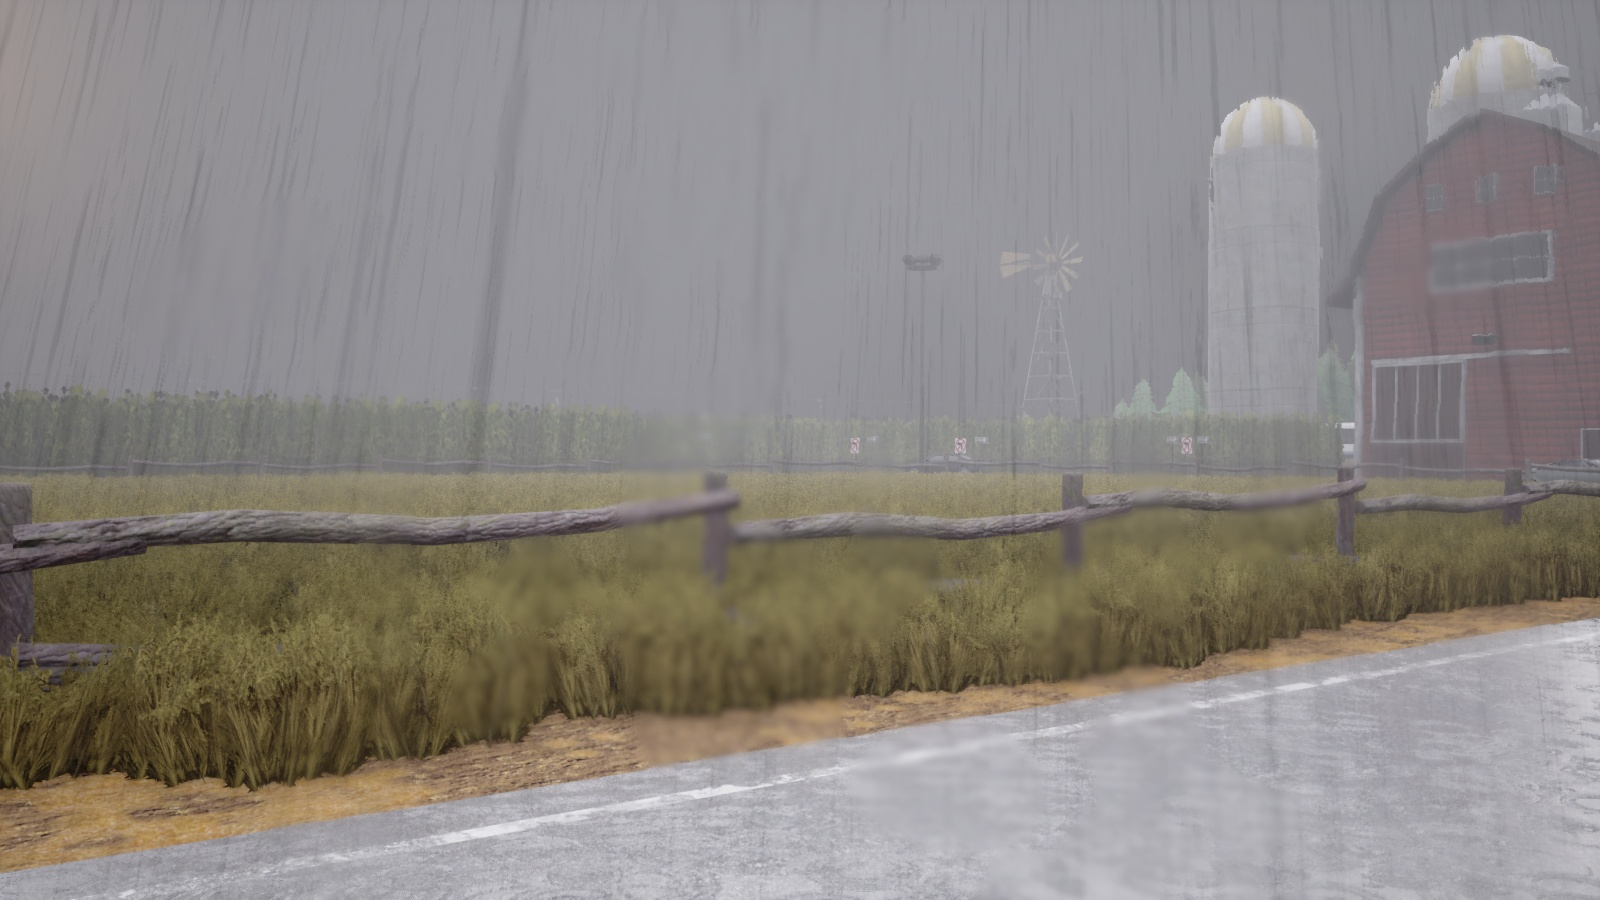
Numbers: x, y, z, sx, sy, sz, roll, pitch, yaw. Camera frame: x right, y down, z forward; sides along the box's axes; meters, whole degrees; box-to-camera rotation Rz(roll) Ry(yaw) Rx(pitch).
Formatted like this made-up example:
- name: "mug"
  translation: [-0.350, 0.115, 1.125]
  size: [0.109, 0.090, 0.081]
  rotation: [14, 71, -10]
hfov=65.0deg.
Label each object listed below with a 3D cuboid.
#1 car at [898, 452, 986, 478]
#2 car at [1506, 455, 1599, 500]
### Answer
- name: "car"
  translation: [8.569, 0.890, 75.879]
  size: [5.008, 1.535, 1.882]
  rotation: [0, 0, 19]
- name: "car"
  translation: [24.977, 0.853, 39.727]
  size: [1.994, 1.385, 4.181]
  rotation: [0, 0, -39]
